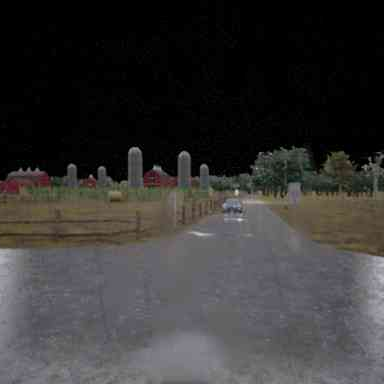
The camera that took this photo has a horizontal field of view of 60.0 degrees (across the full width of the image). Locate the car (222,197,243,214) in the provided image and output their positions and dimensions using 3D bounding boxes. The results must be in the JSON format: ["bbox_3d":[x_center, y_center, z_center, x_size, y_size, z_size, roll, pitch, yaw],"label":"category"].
[{"bbox_3d":[4.531,1.438,36.963,2.097,1.767,4.553,0,0,10],"label":"car"}]
